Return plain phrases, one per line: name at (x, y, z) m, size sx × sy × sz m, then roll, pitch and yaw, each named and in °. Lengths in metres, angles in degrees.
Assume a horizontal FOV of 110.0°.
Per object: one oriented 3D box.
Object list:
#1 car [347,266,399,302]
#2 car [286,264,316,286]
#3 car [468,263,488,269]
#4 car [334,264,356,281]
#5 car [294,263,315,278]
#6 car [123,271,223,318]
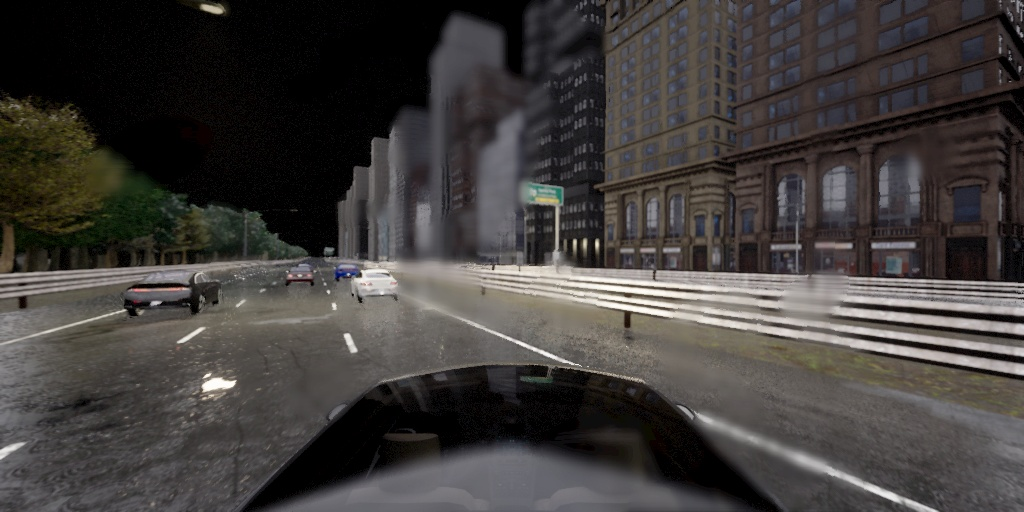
car at (-6.846, 1.391, 17.800) m, size 1.812 × 1.442 × 4.674 m, roll 0°, pitch -1°, yaw -29°
car at (-16.268, 1.475, 27.643) m, size 2.033 × 1.411 × 5.357 m, roll 0°, pitch -1°, yaw -29°
car at (-5.510, 1.812, 52.026) m, size 4.892 × 1.490 × 1.837 m, roll 0°, pitch 0°, yaw 43°
car at (-15.275, 1.455, 33.088) m, size 1.882 × 1.535 × 5.008 m, roll 0°, pitch -1°, yaw -29°
car at (-22.460, 1.540, 38.891) m, size 1.812 × 1.442 × 4.674 m, roll 0°, pitch -1°, yaw -29°
car at (-12.467, 1.306, 13.498) m, size 2.128 × 1.511 × 4.902 m, roll 0°, pitch -1°, yaw -29°
